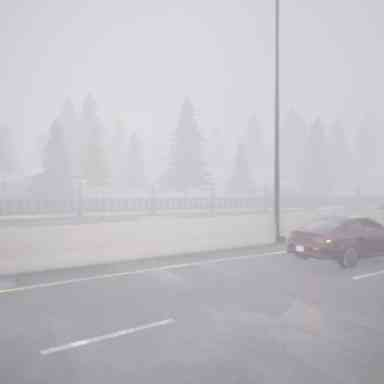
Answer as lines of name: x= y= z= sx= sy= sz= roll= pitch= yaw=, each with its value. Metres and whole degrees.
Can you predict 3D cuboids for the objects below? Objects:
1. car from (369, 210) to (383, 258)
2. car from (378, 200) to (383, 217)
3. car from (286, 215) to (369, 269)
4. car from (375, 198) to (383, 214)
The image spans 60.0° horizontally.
car: x=6.959 y=1.181 z=7.845 sx=5.566 sy=2.045 sz=2.150 roll=0 pitch=0 yaw=-29
car: x=18.144 y=1.418 z=27.997 sx=4.181 sy=1.385 sz=1.994 roll=0 pitch=0 yaw=-17
car: x=5.141 y=1.467 z=10.794 sx=4.674 sy=1.442 sz=1.812 roll=0 pitch=0 yaw=-30
car: x=20.450 y=1.357 z=32.376 sx=4.674 sy=1.442 sz=1.812 roll=0 pitch=0 yaw=-16
